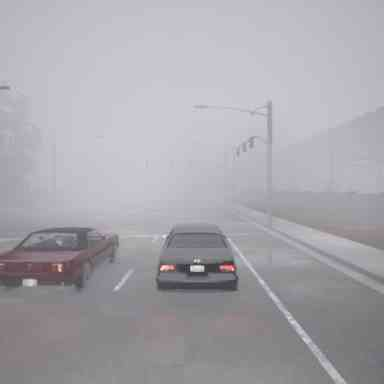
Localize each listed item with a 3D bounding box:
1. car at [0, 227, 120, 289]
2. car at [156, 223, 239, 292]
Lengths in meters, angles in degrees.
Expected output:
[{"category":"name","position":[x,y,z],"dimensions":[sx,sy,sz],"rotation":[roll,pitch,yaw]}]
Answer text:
[{"category":"car","position":[-3.382,1.619,9.214],"dimensions":[1.895,1.301,4.718],"rotation":[0,0,1]},{"category":"car","position":[0.108,1.569,9.122],"dimensions":[2.033,1.411,5.357],"rotation":[0,0,0]}]
